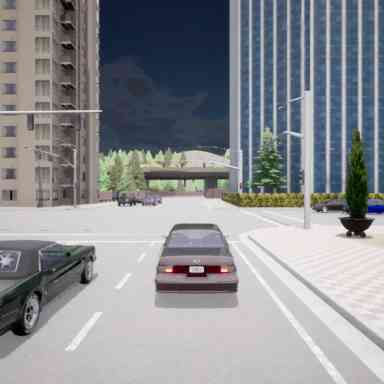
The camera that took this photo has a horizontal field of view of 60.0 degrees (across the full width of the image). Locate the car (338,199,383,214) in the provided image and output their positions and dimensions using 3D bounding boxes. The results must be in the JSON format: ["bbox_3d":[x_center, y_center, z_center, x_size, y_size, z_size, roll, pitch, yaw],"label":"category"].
[{"bbox_3d":[17.632,1.477,33.032,5.008,1.535,1.882,0,0,0],"label":"car"}]

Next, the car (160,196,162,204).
[{"bbox_3d":[-6.892,1.352,63.736,2.097,1.767,4.553,0,0,1],"label":"car"}]

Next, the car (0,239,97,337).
[{"bbox_3d":[-3.422,1.601,6.626,1.895,1.301,4.718,0,0,1],"label":"car"}]

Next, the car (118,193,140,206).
[{"bbox_3d":[-10.460,1.221,53.882,2.150,2.045,5.566,0,0,0],"label":"car"}]

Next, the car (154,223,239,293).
[{"bbox_3d":[0.097,1.547,8.962,2.033,1.411,5.357,0,0,0],"label":"car"}]

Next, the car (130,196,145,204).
[{"bbox_3d":[-10.387,1.547,64.121,2.033,1.411,5.357,0,0,1],"label":"car"}]

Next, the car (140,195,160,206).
[{"bbox_3d":[-6.953,1.352,54.847,2.097,1.767,4.553,0,0,0],"label":"car"}]

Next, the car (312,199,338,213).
[{"bbox_3d":[15.682,1.505,36.517,4.892,1.490,1.837,0,0,0],"label":"car"}]
